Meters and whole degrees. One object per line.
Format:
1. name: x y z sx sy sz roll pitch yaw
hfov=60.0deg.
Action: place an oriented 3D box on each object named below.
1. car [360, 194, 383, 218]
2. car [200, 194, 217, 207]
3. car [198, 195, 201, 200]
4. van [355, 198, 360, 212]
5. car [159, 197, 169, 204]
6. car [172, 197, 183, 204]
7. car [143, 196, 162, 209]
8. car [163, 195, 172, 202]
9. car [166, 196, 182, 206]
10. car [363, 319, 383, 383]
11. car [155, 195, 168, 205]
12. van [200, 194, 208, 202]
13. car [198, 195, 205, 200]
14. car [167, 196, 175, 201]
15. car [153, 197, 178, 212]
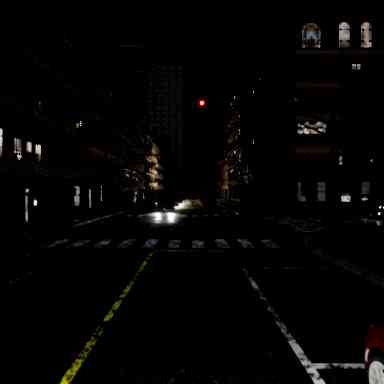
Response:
1. car: 15.542 1.069 24.780 4.553 1.767 2.097 -1 0 -1
2. car: 2.730 1.452 50.798 1.967 1.590 4.097 -1 0 0
3. car: 2.747 1.574 67.381 2.008 1.369 4.403 -1 0 0
4. van: 15.666 1.034 27.357 3.998 1.788 1.690 -1 1 -1
5. car: -5.633 1.605 67.395 1.802 1.307 4.206 -1 0 0
6. car: -2.951 1.625 67.582 1.895 1.301 4.718 0 0 0
7. car: -5.655 1.558 45.284 2.008 1.369 4.403 0 0 0
8. car: -5.623 1.559 78.281 1.752 1.417 4.829 -1 0 0
9. car: -3.042 1.517 52.433 1.837 1.490 4.892 0 0 0
10. car: 2.682 1.544 1.799 1.887 1.381 4.507 0 0 0
11. car: -5.640 1.459 61.867 1.967 1.590 4.097 -1 0 0
12. van: 2.756 1.375 78.437 1.690 1.788 3.998 -1 0 0
13. car: 2.774 1.598 95.021 1.887 1.381 4.507 -1 0 0
14. car: -5.611 1.628 89.507 1.802 1.307 4.206 -1 0 0
15. car: -3.063 1.605 39.348 1.895 1.301 4.718 0 0 0
